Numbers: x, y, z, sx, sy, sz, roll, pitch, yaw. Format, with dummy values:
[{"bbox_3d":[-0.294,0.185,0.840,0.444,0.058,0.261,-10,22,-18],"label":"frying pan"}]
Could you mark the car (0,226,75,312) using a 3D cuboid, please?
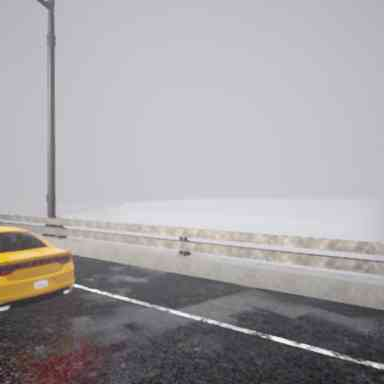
[{"bbox_3d":[-4.694,1.500,7.374,5.008,1.535,1.882,0,0,36],"label":"car"}]
